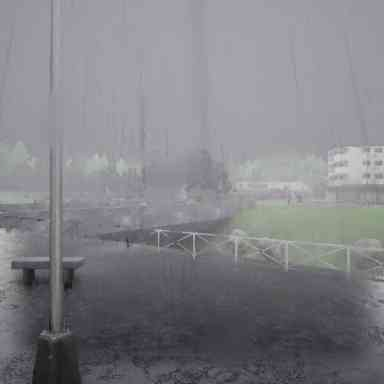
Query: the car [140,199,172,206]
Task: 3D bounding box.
[{"bbox_3d":[-4.580,1.601,43.743,1.895,1.301,4.718,0,0,36],"label":"car"}]
